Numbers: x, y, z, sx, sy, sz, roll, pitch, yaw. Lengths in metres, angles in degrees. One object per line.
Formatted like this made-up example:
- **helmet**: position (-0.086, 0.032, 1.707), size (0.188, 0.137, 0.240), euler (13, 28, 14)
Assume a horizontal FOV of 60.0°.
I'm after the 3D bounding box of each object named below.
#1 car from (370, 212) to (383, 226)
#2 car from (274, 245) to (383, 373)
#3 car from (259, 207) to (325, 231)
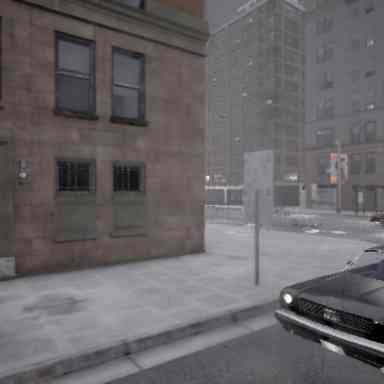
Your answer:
- **car**: position (14.219, 1.536, 20.839), size (2.033, 1.411, 5.357), euler (0, 0, -36)
- **car**: position (3.527, 1.595, 5.366), size (4.718, 1.301, 1.895), euler (0, 0, -35)
- **car**: position (5.872, 1.610, 20.988), size (1.895, 1.301, 4.718), euler (0, 0, -35)
